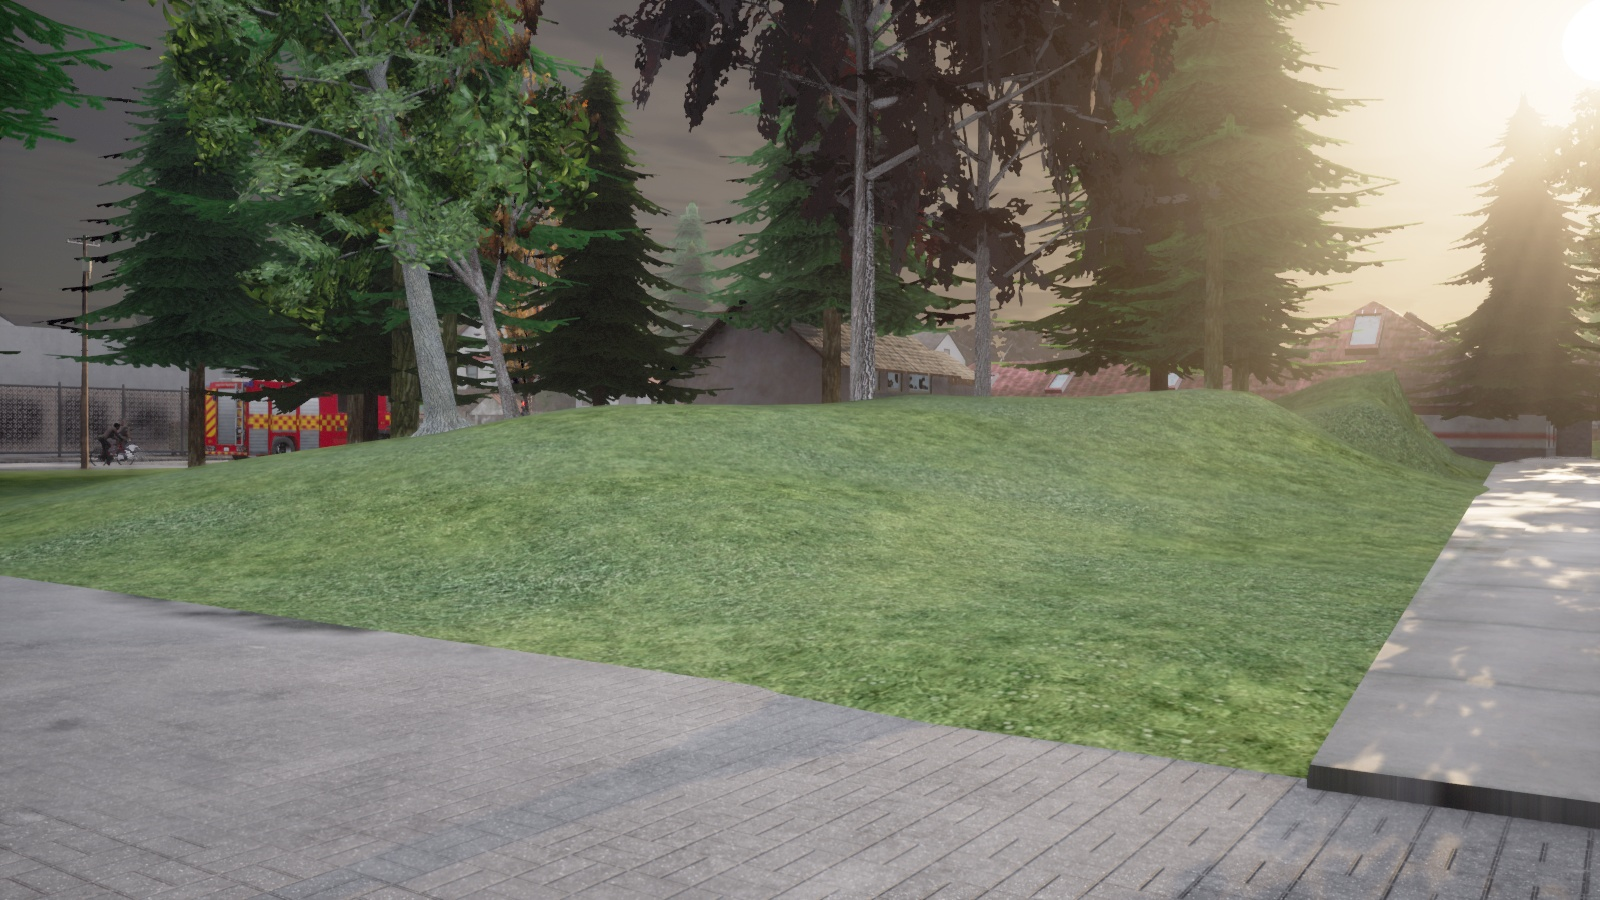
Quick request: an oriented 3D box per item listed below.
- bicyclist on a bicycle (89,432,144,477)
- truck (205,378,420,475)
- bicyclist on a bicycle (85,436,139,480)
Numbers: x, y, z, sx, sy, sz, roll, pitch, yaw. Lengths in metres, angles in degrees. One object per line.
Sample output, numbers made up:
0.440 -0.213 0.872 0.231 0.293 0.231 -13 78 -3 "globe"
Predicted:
-27.568 0.160 50.650 0.659 1.776 1.843 0 1 34 "bicyclist on a bicycle"
-20.648 -0.981 53.810 2.891 3.827 8.468 0 1 32 "truck"
-25.486 0.279 46.556 0.582 1.620 1.656 0 1 34 "bicyclist on a bicycle"
